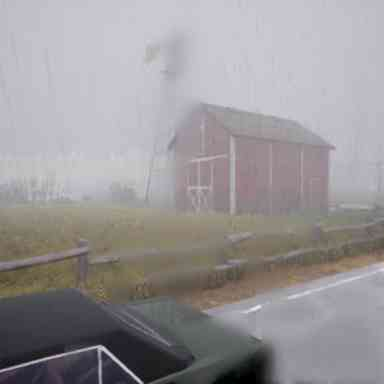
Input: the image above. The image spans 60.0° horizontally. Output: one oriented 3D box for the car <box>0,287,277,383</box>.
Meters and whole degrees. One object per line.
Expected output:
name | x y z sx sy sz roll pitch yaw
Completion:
car | -1.614 1.602 2.428 4.718 1.301 1.895 0 0 -36
